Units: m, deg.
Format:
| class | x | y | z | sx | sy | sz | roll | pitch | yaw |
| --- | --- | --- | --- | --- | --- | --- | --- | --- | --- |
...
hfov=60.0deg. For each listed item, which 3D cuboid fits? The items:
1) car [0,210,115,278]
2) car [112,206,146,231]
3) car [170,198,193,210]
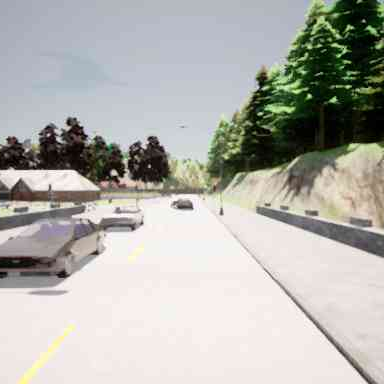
| class | x | y | z | sx | sy | sz | roll | pitch | yaw |
| --- | --- | --- | --- | --- | --- | --- | --- | --- | --- |
| car | -4.094 | 1.501 | 10.295 | 2.033 | 1.411 | 5.357 | 0 | 0 | 0 |
| car | -4.060 | 1.509 | 20.219 | 1.895 | 1.301 | 4.718 | 0 | 0 | 0 |
| car | -1.293 | 1.380 | 40.558 | 1.994 | 1.385 | 4.181 | 0 | 0 | -17 |
